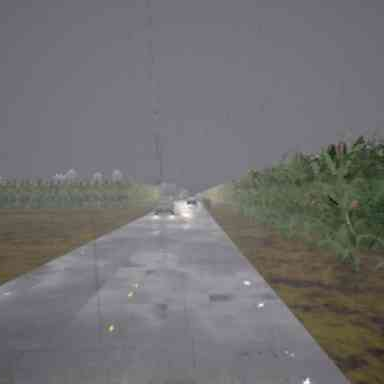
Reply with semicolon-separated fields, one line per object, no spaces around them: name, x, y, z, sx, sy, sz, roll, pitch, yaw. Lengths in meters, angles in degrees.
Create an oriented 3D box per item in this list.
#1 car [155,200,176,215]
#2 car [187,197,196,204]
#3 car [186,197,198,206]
car;-2.767;1.632;35.025;1.837;1.490;4.892;0;0;0
car;-0.033;1.721;70.690;1.812;1.442;4.674;0;-1;0
car;-0.028;1.711;60.265;1.882;1.535;5.008;0;0;0
